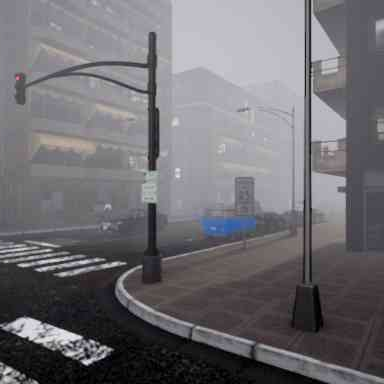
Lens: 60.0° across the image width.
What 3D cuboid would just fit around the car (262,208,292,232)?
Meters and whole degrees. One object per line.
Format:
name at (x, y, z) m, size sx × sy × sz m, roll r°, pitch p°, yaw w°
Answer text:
car at (5.275, 2.030, 23.416) m, size 1.947 × 1.339 × 4.313 m, roll -1°, pitch -2°, yaw 35°

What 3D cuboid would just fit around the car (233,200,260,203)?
car at (5.069, 1.824, 33.029) m, size 2.150 × 2.045 × 5.566 m, roll 0°, pitch -1°, yaw 35°

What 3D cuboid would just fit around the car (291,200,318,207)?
car at (16.087, 2.171, 48.352) m, size 2.150 × 2.045 × 5.566 m, roll 0°, pitch -1°, yaw 35°

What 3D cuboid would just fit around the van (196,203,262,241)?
van at (2.201, 1.699, 18.809) m, size 1.690 × 1.788 × 3.998 m, roll -1°, pitch -2°, yaw 35°

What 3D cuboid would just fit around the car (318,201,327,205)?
car at (24.131, 2.880, 64.321) m, size 1.802 × 1.307 × 4.206 m, roll -1°, pitch -2°, yaw 35°

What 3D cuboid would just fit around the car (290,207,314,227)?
car at (8.485, 2.153, 27.929) m, size 1.802 × 1.307 × 4.206 m, roll -1°, pitch -2°, yaw 35°

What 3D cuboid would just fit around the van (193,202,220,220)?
van at (1.653, 1.894, 32.731) m, size 1.690 × 1.788 × 3.998 m, roll -1°, pitch -2°, yaw 35°

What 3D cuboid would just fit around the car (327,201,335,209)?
car at (27.341, 2.719, 68.841) m, size 2.192 × 1.841 × 5.009 m, roll -1°, pitch -2°, yaw 35°

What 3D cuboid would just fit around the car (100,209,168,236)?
car at (-3.520, 1.807, 20.963) m, size 2.128 × 1.511 × 4.902 m, roll 0°, pitch -1°, yaw 35°

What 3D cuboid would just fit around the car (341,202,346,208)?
car at (40.091, 3.366, 86.754) m, size 1.752 × 1.417 × 4.829 m, roll -1°, pitch -2°, yaw 35°

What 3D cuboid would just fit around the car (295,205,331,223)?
car at (11.697, 2.228, 32.443) m, size 2.008 × 1.369 × 4.403 m, roll -1°, pitch -2°, yaw 35°
